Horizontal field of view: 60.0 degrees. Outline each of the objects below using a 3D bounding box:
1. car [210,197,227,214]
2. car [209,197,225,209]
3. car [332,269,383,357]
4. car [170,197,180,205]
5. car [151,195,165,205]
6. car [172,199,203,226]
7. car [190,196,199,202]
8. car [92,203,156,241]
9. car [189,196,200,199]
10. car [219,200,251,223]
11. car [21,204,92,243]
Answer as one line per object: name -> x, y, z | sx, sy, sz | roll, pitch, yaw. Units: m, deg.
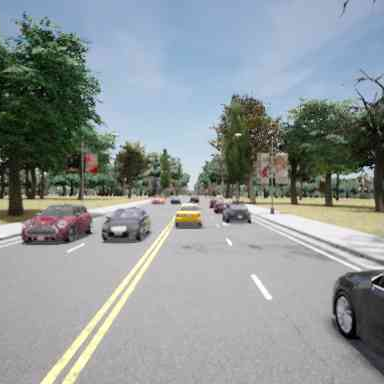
car -> 3.479, 1.549, 36.765 | 2.163, 1.488, 4.792 | 0, 0, 0
car -> 3.548, 1.504, 47.736 | 1.882, 1.535, 5.008 | 0, 0, 0
car -> 3.271, 1.527, 3.740 | 1.837, 1.490, 4.892 | 0, 0, 0
car -> -2.950, 1.618, 59.679 | 1.895, 1.301, 4.718 | 0, 0, 1
car -> -6.188, 1.368, 60.428 | 2.097, 1.767, 4.553 | 0, 0, 1
car -> -0.177, 1.524, 24.156 | 1.801, 1.575, 5.366 | 0, 0, 1
car -> 0.490, 1.561, 78.187 | 2.033, 1.411, 5.357 | 0, 0, 0
car -> -3.245, 1.557, 17.153 | 2.128, 1.511, 4.902 | 0, 0, 0
car -> 0.496, 1.496, 66.611 | 1.882, 1.535, 5.008 | 0, 0, 1
car -> 3.409, 1.592, 25.735 | 1.812, 1.442, 4.674 | 0, 0, 0
car -> -6.498, 1.417, 16.556 | 2.097, 1.767, 4.553 | 0, 0, 0
